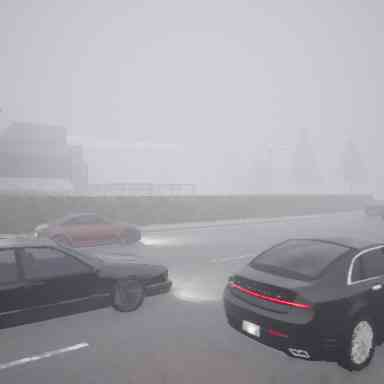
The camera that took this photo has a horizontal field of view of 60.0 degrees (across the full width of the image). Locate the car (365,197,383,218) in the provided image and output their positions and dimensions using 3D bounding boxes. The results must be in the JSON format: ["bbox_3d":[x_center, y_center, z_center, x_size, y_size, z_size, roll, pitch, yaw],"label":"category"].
[{"bbox_3d":[16.937,1.477,28.736,5.008,1.535,1.882,0,0,-36],"label":"car"}]

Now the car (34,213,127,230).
[{"bbox_3d":[-4.224,1.564,13.633,4.181,1.385,1.994,0,0,-36],"label":"car"}]

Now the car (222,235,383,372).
[{"bbox_3d":[2.728,1.505,5.693,4.892,1.490,1.837,0,0,-36],"label":"car"}]

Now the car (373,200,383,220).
[{"bbox_3d":[15.068,1.491,23.101,4.902,1.511,2.128,0,0,-36],"label":"car"}]

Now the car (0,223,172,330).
[{"bbox_3d":[-3.021,1.547,5.890,5.357,1.411,2.033,0,0,-36],"label":"car"}]

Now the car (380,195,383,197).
[{"bbox_3d":[44.431,1.477,76.822,1.882,1.535,5.008,0,0,13],"label":"car"}]
